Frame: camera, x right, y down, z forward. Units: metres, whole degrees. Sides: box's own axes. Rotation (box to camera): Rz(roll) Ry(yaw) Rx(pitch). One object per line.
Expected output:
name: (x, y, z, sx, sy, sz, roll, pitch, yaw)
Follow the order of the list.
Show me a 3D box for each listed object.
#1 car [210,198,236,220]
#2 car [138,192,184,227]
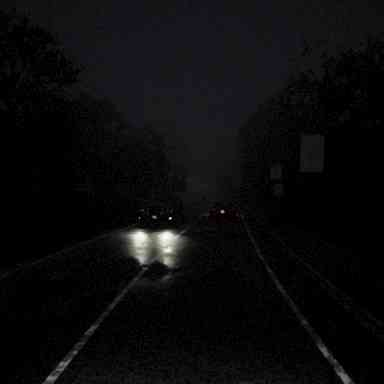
car: (2.492, 1.418, 26.475, 1.994, 1.385, 4.181, 1, 0, 7)
car: (-1.833, 1.062, 21.756, 2.150, 2.045, 5.566, 1, 0, 7)
